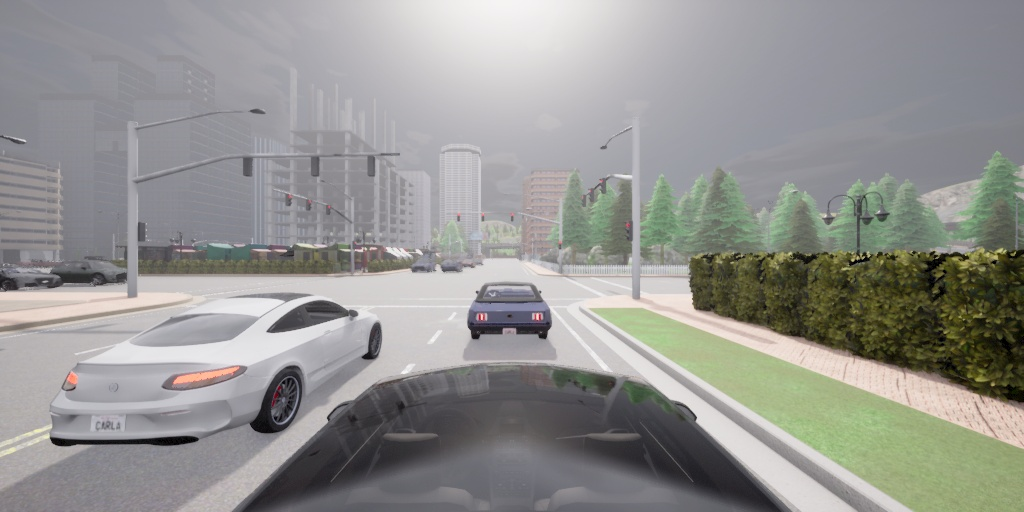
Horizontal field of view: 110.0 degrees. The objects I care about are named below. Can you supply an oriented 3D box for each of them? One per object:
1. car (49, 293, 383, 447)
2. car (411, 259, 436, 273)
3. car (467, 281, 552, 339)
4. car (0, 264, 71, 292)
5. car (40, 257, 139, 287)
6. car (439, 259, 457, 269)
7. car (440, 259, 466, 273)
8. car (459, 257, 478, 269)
[{"bbox_3d":[-3.506,1.276,5.389,1.812,1.442,4.674,0,0,-1],"label":"car"},{"bbox_3d":[-10.589,1.101,43.130,2.097,1.767,4.553,0,0,0],"label":"car"},{"bbox_3d":[-0.092,1.351,9.997,1.895,1.301,4.718,0,0,-1],"label":"car"},{"bbox_3d":[-29.205,1.313,20.957,4.181,1.385,1.994,0,0,2],"label":"car"},{"bbox_3d":[-28.402,1.101,24.436,4.553,1.767,2.097,0,0,2],"label":"car"},{"bbox_3d":[-10.548,1.296,59.561,2.033,1.411,5.357,0,0,0],"label":"car"},{"bbox_3d":[-7.092,1.350,42.582,1.895,1.301,4.718,0,0,0],"label":"car"},{"bbox_3d":[-7.055,1.226,57.990,1.882,1.535,5.008,0,0,0],"label":"car"}]
